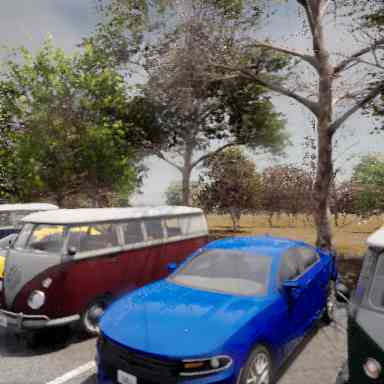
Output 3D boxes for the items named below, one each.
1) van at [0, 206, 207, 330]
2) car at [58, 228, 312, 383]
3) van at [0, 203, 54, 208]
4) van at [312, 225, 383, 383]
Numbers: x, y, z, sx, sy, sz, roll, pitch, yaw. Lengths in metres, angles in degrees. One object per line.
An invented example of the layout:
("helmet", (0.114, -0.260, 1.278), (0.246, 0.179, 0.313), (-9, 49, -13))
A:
("van", (-1.490, 1.304, 6.679), (1.878, 1.987, 4.442), (-1, -1, 36))
("car", (0.838, 1.494, 5.168), (2.097, 1.535, 5.008), (-1, -1, 36))
("van", (-5.864, 1.376, 10.085), (1.878, 1.987, 4.442), (-1, -1, 35))
("van", (2.900, 1.250, 3.549), (1.878, 1.987, 4.442), (0, 0, 35))
